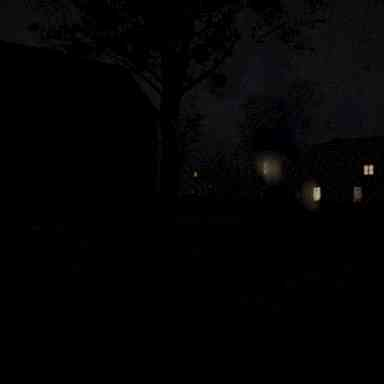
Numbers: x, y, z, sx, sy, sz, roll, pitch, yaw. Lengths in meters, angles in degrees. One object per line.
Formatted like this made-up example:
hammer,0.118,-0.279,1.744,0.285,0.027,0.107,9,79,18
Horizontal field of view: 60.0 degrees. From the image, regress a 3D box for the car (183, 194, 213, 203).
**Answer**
car,0.757,0.871,35.656,1.895,1.301,4.718,-1,2,-36
